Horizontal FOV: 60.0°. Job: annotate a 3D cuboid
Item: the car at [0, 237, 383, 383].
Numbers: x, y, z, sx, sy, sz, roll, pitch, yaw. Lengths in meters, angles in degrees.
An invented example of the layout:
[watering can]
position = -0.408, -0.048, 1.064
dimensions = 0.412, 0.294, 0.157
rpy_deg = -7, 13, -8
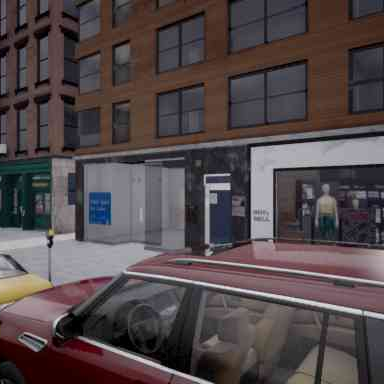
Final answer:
[car]
position = 0.347, 1.315, 2.564
dimensions = 5.009, 1.841, 2.192
rpy_deg = 0, 0, 36
